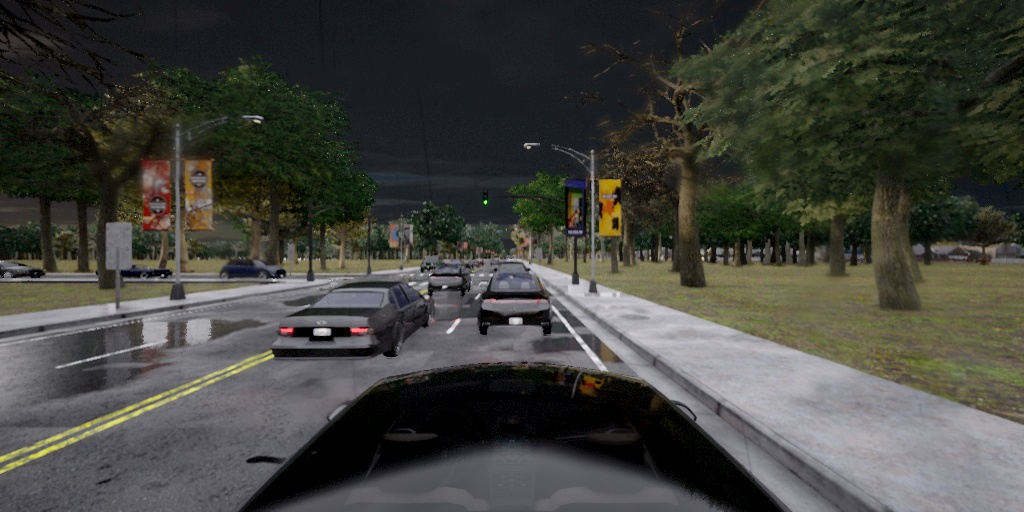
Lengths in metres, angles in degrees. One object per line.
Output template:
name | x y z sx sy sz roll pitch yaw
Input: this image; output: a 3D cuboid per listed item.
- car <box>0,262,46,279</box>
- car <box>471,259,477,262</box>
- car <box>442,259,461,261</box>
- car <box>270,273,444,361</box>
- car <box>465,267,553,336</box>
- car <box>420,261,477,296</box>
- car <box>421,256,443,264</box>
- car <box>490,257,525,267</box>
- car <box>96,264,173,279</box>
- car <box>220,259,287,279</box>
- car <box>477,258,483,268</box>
car | -41.857 1.206 29.657 4.892 1.490 1.837 0 0 0
car | -6.755 1.350 53.104 1.895 1.301 4.718 0 0 0
car | -6.730 1.293 43.516 2.033 1.411 5.357 0 0 0
car | -3.162 1.295 8.395 2.033 1.411 5.357 0 0 -1
car | 0.074 1.239 10.430 2.128 1.511 4.902 0 0 0
car | -3.237 1.238 19.157 2.128 1.511 4.902 0 0 -2
car | -9.972 0.968 45.300 2.150 2.045 5.566 0 0 0
car | 0.009 1.097 20.660 2.097 1.767 4.553 0 0 0
car | -31.106 1.311 29.673 4.718 1.301 1.895 0 0 0
car | -21.332 1.075 29.714 4.553 1.767 2.097 0 0 -1
car | -6.755 1.320 63.116 1.994 1.385 4.181 0 0 1
